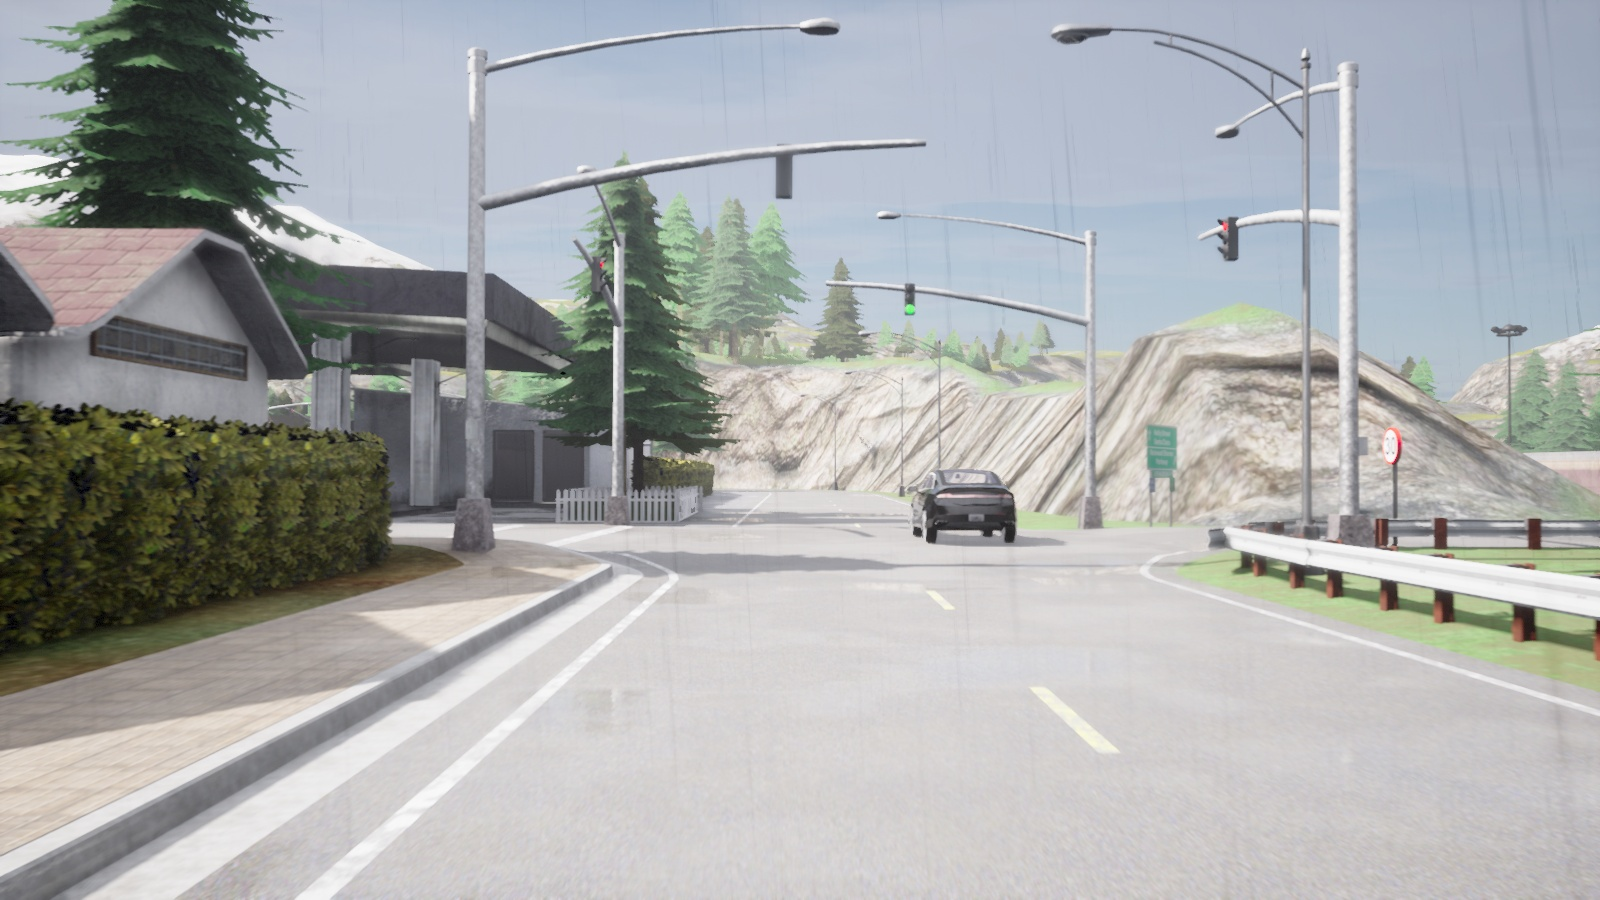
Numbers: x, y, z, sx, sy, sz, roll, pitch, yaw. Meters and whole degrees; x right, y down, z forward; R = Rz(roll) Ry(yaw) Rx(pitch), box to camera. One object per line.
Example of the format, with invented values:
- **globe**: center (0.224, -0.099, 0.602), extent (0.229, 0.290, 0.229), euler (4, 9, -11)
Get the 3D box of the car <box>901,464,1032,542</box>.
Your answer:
- **car**: center (3.438, 1.099, 26.931), extent (2.128, 1.511, 4.902), euler (0, -1, 0)
